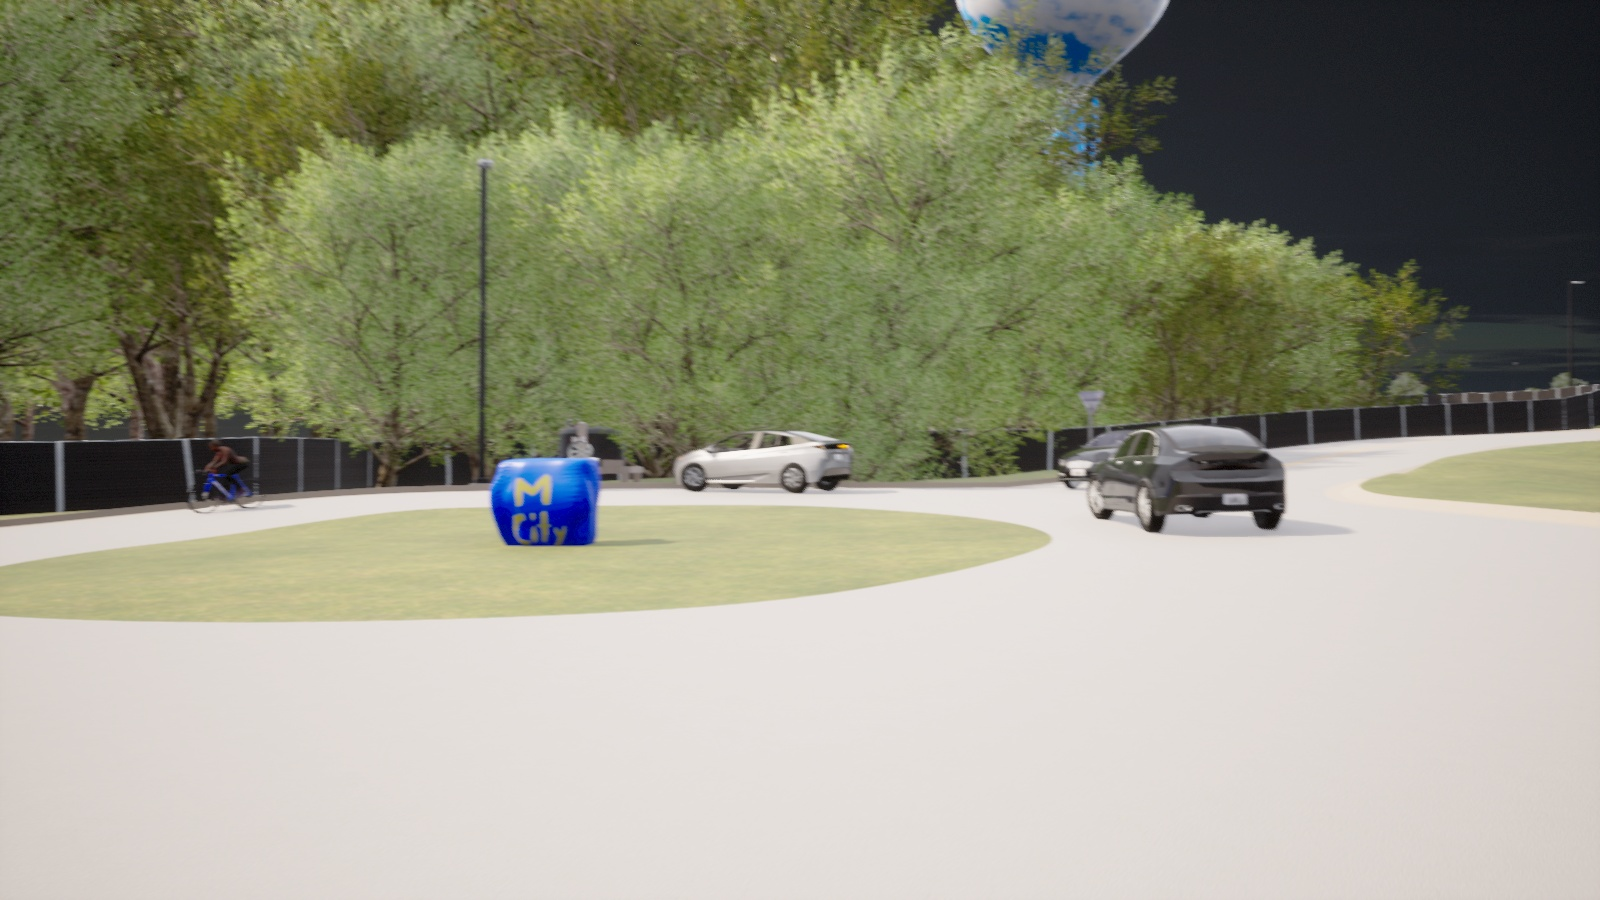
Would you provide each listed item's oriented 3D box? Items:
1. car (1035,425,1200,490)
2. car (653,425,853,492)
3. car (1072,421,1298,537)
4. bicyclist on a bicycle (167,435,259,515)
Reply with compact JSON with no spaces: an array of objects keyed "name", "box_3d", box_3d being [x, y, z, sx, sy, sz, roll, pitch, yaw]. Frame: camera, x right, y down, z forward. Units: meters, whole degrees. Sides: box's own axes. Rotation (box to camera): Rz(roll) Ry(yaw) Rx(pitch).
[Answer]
[{"name":"car","box_3d":[8.646,0.150,33.901,2.128,1.511,4.902,-1,2,44]},{"name":"car","box_3d":[-1.178,0.187,30.842,4.514,1.525,2.007,0,0,29]},{"name":"car","box_3d":[5.588,0.365,18.946,1.837,1.490,4.892,-1,0,-1]},{"name":"bicyclist on a bicycle","box_3d":[-13.012,0.530,27.869,1.656,1.620,0.582,-6,5,-41]}]
